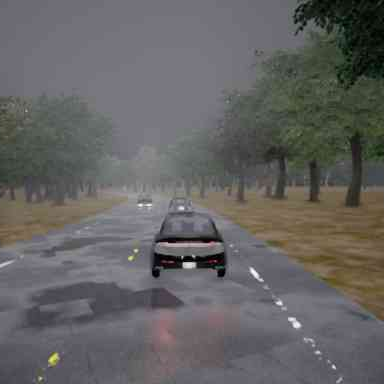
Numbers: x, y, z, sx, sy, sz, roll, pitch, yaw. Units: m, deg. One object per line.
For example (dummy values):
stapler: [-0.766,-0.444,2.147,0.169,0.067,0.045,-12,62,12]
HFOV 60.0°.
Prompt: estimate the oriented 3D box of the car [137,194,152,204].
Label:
car: [-6.570,0.937,46.593,1.994,1.385,4.181,0,1,-7]

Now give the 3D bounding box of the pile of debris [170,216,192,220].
pile of debris: [-0.787,1.817,23.530,1.500,0.140,1.860,0,1,-4]

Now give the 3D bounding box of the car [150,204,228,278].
car: [-0.122,1.336,9.616,2.128,1.511,4.902,0,1,-2]

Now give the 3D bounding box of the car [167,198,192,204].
car: [-0.940,1.154,26.127,2.033,1.411,5.357,0,1,-4]
